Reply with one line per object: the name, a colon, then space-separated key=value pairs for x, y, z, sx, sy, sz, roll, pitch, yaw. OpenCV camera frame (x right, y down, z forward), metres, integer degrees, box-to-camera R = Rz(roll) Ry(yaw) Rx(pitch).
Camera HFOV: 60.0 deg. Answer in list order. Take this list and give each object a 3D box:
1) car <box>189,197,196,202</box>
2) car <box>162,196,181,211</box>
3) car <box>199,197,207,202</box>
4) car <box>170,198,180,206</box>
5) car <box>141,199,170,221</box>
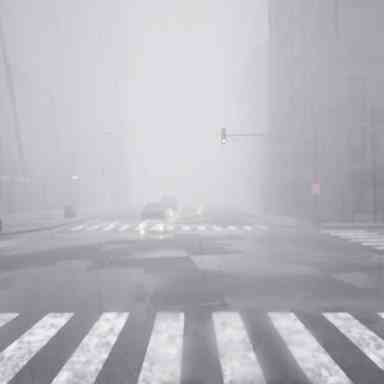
car: x=0.030 y=2.231 z=95.141 sx=1.812 sy=1.442 sz=4.674 roll=0 pitch=-1 yaw=0
car: x=-3.273 y=1.545 z=46.992 sx=2.150 sy=2.045 sz=5.566 roll=0 pitch=-1 yaw=4
car: x=3.279 y=2.230 z=95.140 sx=1.812 sy=1.442 sz=4.674 roll=0 pitch=-1 yaw=0
car: x=-3.231 y=1.978 z=64.165 sx=1.812 sy=1.442 sz=4.674 roll=0 pitch=-1 yaw=0
car: x=-3.332 y=1.679 z=29.624 sx=1.882 sy=1.535 sz=5.008 roll=0 pitch=0 yaw=0
